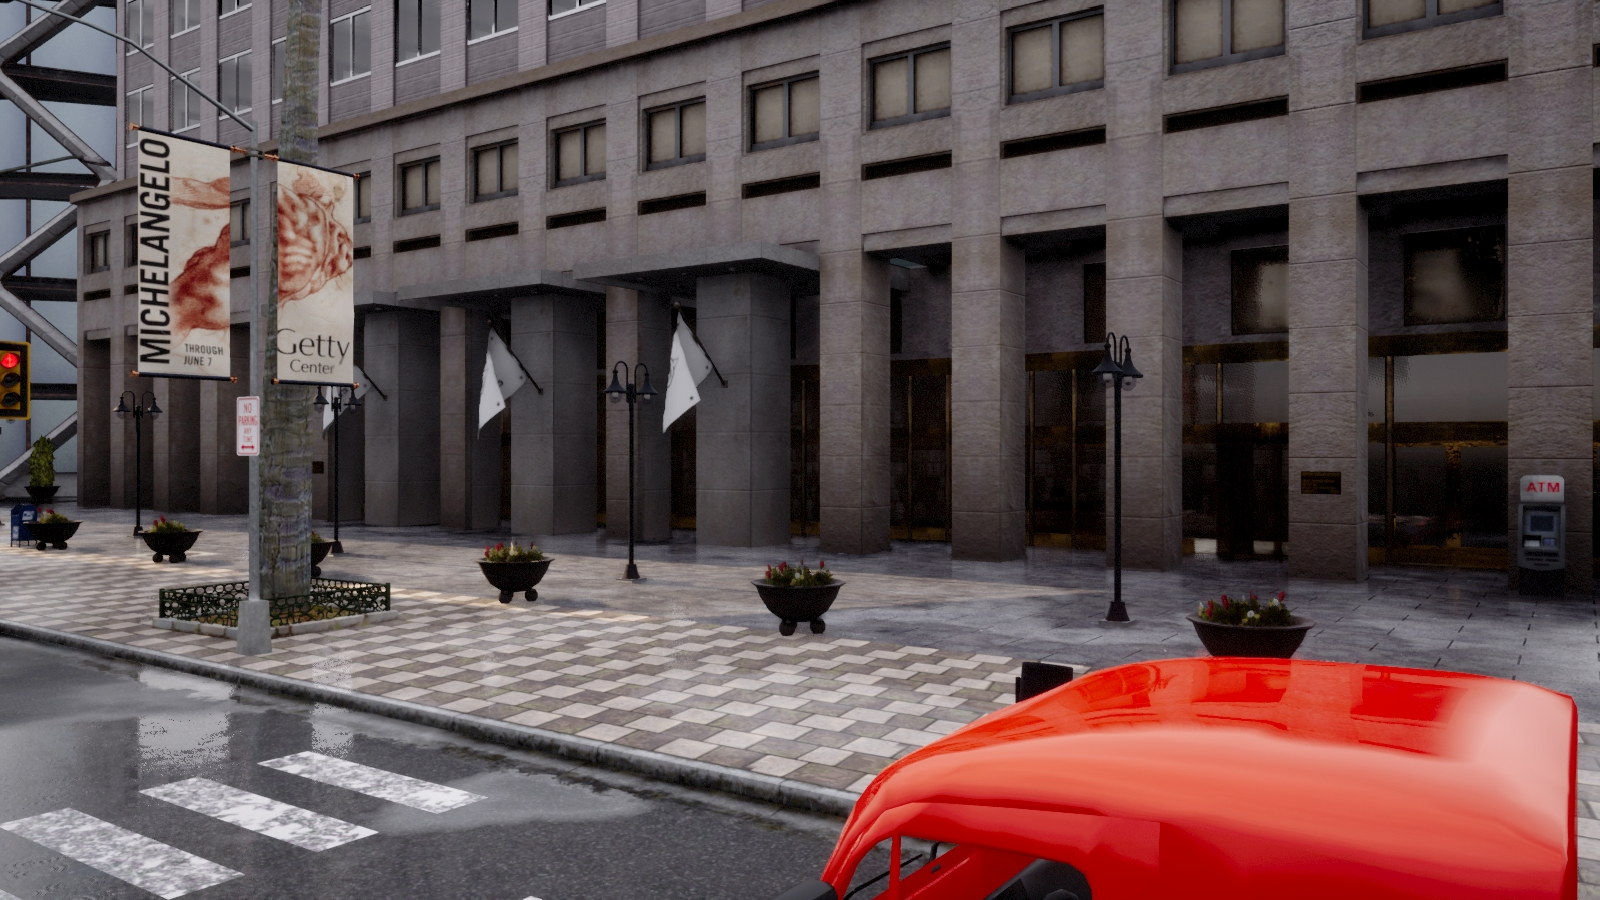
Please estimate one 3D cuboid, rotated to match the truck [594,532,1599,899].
[{"bbox_3d":[2.439,1.568,2.094,5.204,2.467,2.627,0,0,35],"label":"truck"}]
